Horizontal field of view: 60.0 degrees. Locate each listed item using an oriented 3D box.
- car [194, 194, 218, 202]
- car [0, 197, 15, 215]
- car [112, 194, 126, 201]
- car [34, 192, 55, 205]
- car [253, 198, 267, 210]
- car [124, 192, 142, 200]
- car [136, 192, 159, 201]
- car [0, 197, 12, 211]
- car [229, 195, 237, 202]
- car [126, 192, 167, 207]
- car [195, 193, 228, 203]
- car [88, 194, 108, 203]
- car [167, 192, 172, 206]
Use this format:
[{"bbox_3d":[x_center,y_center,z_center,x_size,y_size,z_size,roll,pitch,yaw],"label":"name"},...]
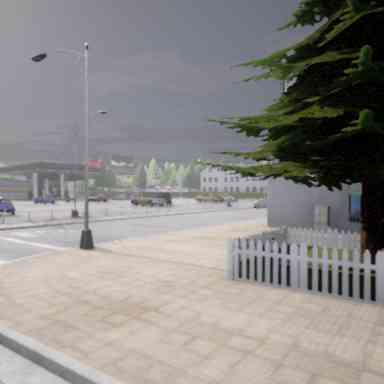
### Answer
[{"bbox_3d":[2.909,1.177,69.221,4.514,1.523,2.007,0,0,36],"label":"car"},{"bbox_3d":[-17.026,1.276,28.857,3.633,1.501,1.845,0,0,36],"label":"car"},{"bbox_3d":[-16.146,1.181,74.464,3.806,1.475,1.970,0,0,36],"label":"car"},{"bbox_3d":[-23.095,1.164,51.800,3.633,1.501,1.845,0,0,36],"label":"car"},{"bbox_3d":[9.307,1.496,41.548,1.994,1.385,4.181,0,0,36],"label":"car"},{"bbox_3d":[-13.694,0.899,76.792,3.866,1.878,1.905,0,0,36],"label":"car"},{"bbox_3d":[-9.269,0.945,69.503,4.605,1.855,1.932,0,0,36],"label":"car"},{"bbox_3d":[-21.270,1.263,35.635,3.806,1.475,1.970,0,0,36],"label":"car"},{"bbox_3d":[6.451,1.134,62.110,3.806,1.475,1.970,0,0,36],"label":"car"},{"bbox_3d":[-5.974,1.001,43.798,4.605,1.855,1.932,0,0,36],"label":"car"},{"bbox_3d":[2.935,1.056,56.732,5.027,1.636,2.152,0,0,36],"label":"car"},{"bbox_3d":[-17.178,1.143,59.853,4.514,1.523,2.007,0,0,36],"label":"car"},{"bbox_3d":[-4.597,0.979,46.390,3.866,1.878,1.905,0,0,36],"label":"car"}]
